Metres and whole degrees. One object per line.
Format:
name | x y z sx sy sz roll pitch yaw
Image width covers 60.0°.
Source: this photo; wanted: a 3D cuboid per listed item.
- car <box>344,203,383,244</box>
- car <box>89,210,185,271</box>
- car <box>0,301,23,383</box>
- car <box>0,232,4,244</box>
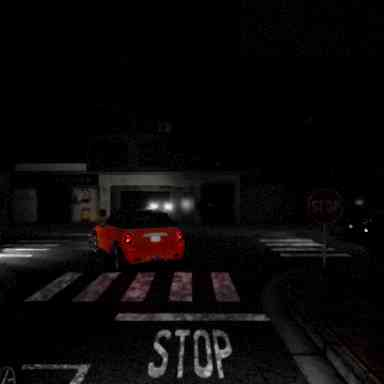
car | 10.104 1.221 15.404 5.566 2.045 2.150 0 0 0
car | -2.040 1.379 11.477 2.097 1.767 4.553 0 0 -28
car | -2.639 1.570 1.857 1.947 1.339 4.313 0 0 0
car | -10.122 1.596 12.456 5.357 1.411 2.033 0 0 0
